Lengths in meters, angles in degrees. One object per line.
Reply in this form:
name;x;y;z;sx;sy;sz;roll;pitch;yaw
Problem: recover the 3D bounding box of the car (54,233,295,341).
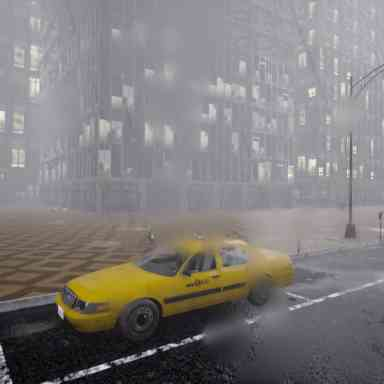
car;-0.038;1.525;6.484;4.829;1.417;1.752;0;1;-35
